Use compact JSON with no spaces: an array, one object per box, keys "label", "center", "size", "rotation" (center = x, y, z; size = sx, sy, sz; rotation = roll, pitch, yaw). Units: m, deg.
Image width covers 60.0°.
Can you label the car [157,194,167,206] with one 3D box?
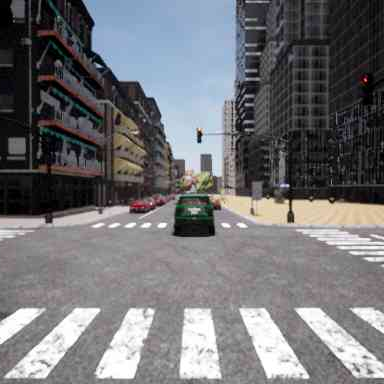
[{"label":"car","center":[-5.642,1.306,53.063],"size":[2.192,1.841,5.009],"rotation":[-1,0,0]}]

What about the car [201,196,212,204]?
[{"label":"car","center":[2.722,1.544,64.408],"size":[2.008,1.369,4.403],"rotation":[-1,0,0]}]

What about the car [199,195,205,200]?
[{"label":"car","center":[2.754,1.525,92.824],"size":[1.752,1.417,4.829],"rotation":[-1,0,0]}]

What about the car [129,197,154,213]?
[{"label":"car","center":[-5.658,1.536,36.116],"size":[1.887,1.381,4.507],"rotation":[-1,0,0]}]

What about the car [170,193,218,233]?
[{"label":"car","center":[0.126,1.188,19.468],"size":[2.150,2.045,5.566],"rotation":[0,-1,0]}]

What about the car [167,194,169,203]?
[{"label":"car","center":[-5.634,1.432,58.711],"size":[1.967,1.590,4.097],"rotation":[-1,0,0]}]

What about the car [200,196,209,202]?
[{"label":"car","center":[2.735,1.540,75.706],"size":[1.887,1.381,4.507],"rotation":[-1,0,0]}]

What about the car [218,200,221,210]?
[{"label":"car","center":[2.695,1.536,41.812],"size":[1.887,1.381,4.507],"rotation":[-1,0,0]}]

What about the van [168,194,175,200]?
[{"label":"van","center":[-5.595,1.340,92.604],"size":[1.690,1.788,3.998],"rotation":[-1,0,0]}]

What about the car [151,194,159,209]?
[{"label":"car","center":[-5.654,1.431,41.765],"size":[1.967,1.590,4.097],"rotation":[-1,0,0]}]

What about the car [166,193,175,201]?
[{"label":"car","center":[-5.603,1.313,86.957],"size":[2.192,1.841,5.009],"rotation":[-1,0,0]}]
